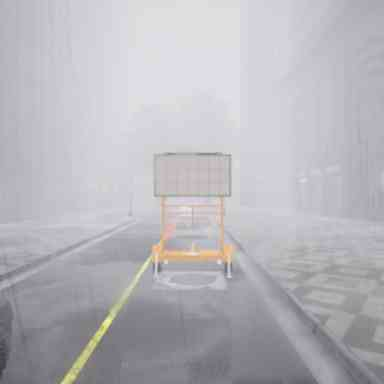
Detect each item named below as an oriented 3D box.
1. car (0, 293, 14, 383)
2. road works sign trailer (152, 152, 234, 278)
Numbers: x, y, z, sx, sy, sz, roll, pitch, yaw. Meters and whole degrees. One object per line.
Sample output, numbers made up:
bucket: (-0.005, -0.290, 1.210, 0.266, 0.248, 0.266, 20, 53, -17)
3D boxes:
car: (-2.999, 1.522, 1.958, 1.837, 1.490, 4.892, 0, 0, 0)
road works sign trailer: (0.023, 0.554, 10.459, 2.380, 3.560, 2.880, 0, 0, 0)
